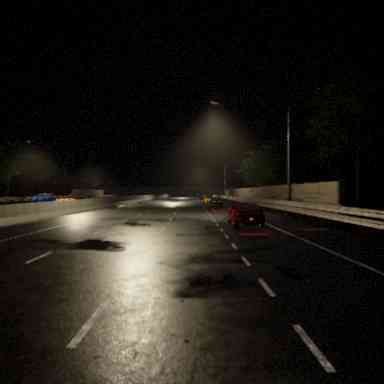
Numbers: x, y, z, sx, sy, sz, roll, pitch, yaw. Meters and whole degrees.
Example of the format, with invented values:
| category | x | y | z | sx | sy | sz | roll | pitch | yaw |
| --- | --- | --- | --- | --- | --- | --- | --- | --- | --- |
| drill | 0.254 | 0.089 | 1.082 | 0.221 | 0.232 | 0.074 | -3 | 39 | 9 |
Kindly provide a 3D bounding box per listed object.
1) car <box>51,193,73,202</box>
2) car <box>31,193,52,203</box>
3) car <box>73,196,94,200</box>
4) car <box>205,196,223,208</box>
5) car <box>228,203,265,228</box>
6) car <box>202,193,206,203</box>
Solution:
| category | x | y | z | sx | sy | sz | roll | pitch | yaw |
| --- | --- | --- | --- | --- | --- | --- | --- | --- | --- |
| car | -21.045 | 1.366 | 55.482 | 2.097 | 1.767 | 4.553 | 0 | 0 | 0 |
| car | -24.535 | 1.236 | 55.227 | 2.150 | 2.045 | 5.566 | 0 | 0 | 1 |
| car | -17.550 | 1.518 | 55.444 | 1.837 | 1.490 | 4.892 | 0 | 0 | 1 |
| car | 3.488 | 1.499 | 48.419 | 2.128 | 1.511 | 4.902 | 0 | 0 | 0 |
| car | 3.494 | 1.451 | 22.046 | 1.882 | 1.535 | 5.008 | 0 | 0 | 0 |
| car | 3.485 | 1.497 | 67.115 | 1.882 | 1.535 | 5.008 | 0 | 0 | 0 |
